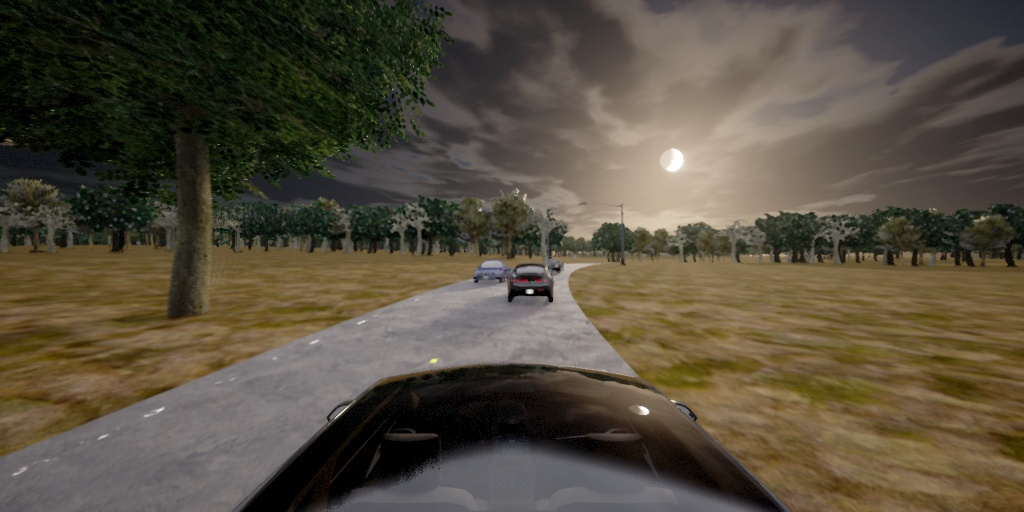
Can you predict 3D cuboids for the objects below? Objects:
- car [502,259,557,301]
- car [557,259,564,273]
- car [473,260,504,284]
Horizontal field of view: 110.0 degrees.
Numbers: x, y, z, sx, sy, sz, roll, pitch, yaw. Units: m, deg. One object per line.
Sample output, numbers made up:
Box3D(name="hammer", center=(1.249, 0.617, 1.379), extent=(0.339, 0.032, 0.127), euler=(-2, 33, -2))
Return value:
Box3D(name="car", center=(0.883, 1.049, 15.766), extent=(1.837, 1.490, 4.892), euler=(0, 1, 6))
Box3D(name="car", center=(3.831, 0.885, 33.785), extent=(1.895, 1.301, 4.718), euler=(0, 1, 13))
Box3D(name="car", center=(-1.217, 0.976, 23.666), extent=(1.812, 1.442, 4.674), euler=(0, 1, 9))
